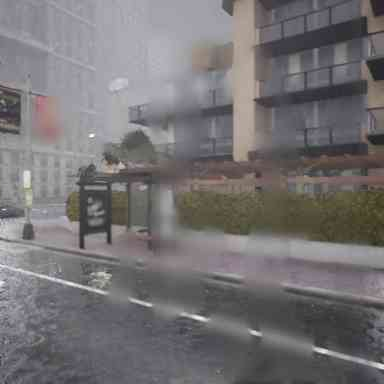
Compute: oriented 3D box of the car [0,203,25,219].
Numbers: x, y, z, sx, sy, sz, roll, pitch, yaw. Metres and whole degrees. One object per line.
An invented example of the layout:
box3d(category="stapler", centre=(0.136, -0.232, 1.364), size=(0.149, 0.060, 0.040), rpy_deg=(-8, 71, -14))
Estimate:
box3d(category="car", centre=(-15.462, 1.562, 26.561), size=(1.994, 1.385, 4.181), rpy_deg=(0, 0, 15))
